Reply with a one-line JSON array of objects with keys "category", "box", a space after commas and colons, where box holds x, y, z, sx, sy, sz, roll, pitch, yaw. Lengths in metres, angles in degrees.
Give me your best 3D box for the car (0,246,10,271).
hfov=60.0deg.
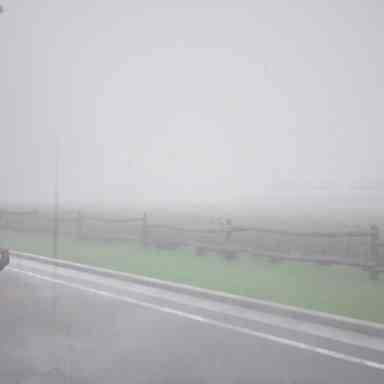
[{"category": "car", "box": [-6.980, 1.622, 8.970, 4.718, 1.301, 1.895, 0, 0, 35]}]
